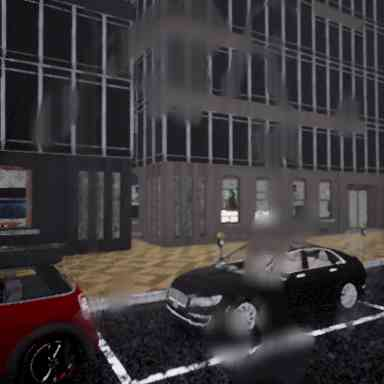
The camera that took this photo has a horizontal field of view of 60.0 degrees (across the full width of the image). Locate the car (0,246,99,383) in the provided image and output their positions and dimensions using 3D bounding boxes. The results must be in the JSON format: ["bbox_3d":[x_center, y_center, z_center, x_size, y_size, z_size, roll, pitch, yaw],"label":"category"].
[{"bbox_3d":[-3.359,1.546,4.015,4.097,1.590,1.967,1,-2,-29],"label":"car"}]

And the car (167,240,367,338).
[{"bbox_3d":[1.639,1.710,6.736,4.403,1.369,2.008,1,-2,-29],"label":"car"}]
